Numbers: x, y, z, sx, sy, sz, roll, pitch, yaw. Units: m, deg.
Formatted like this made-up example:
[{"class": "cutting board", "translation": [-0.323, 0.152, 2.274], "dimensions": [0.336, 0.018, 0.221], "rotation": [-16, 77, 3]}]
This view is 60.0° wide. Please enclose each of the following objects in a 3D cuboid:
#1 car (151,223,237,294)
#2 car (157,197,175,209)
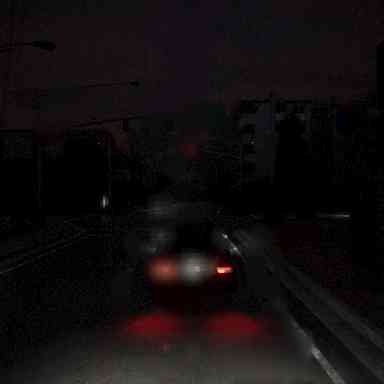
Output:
[{"class": "car", "translation": [0.038, 1.547, 8.901], "dimensions": [2.033, 1.411, 5.357], "rotation": [0, 0, 0]}, {"class": "car", "translation": [-3.712, 1.526, 46.013], "dimensions": [1.812, 1.442, 4.674], "rotation": [0, 0, 0]}]
